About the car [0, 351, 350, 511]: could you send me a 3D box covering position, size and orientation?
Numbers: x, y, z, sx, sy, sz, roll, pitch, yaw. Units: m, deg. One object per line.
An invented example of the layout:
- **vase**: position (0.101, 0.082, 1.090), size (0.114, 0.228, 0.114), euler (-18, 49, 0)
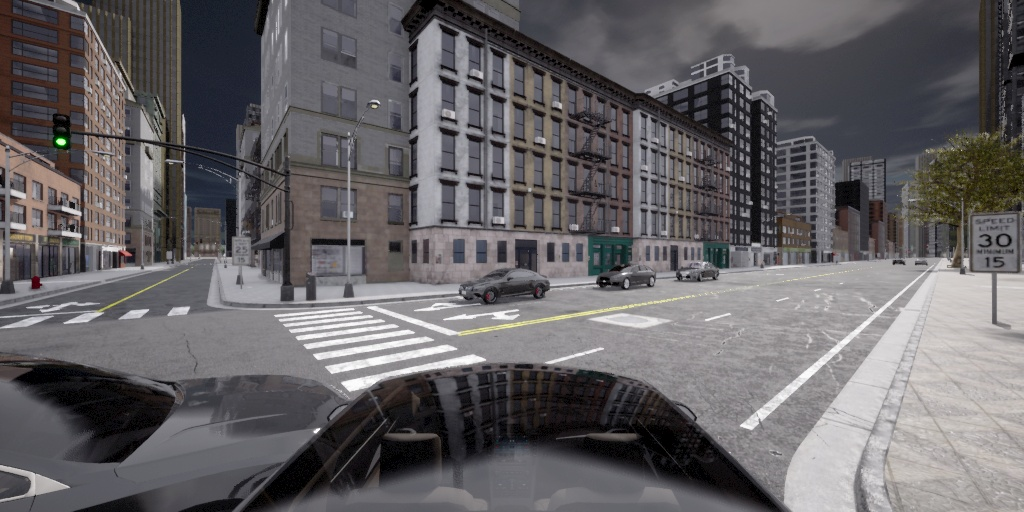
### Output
- **car**: position (-3.242, 1.257, 1.617), size (4.892, 1.490, 1.837), euler (0, 0, -35)

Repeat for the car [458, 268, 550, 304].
- **car**: position (-0.237, 1.285, 16.625), size (4.674, 1.442, 1.812), euler (0, 0, -40)

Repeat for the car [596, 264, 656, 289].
- **car**: position (7.379, 1.256, 22.941), size (4.892, 1.490, 1.837), euler (0, 0, -40)

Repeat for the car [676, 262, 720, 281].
- **car**: position (15.311, 1.233, 29.507), size (4.902, 1.511, 2.128), euler (0, 0, -40)
